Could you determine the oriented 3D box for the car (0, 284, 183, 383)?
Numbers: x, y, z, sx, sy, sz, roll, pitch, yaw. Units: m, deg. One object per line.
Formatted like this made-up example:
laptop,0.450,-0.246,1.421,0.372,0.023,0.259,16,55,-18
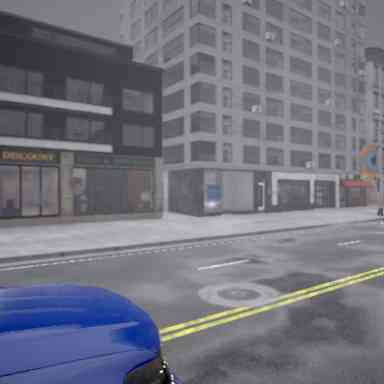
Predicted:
car,-2.652,1.218,1.548,5.566,2.045,2.150,0,0,-36
